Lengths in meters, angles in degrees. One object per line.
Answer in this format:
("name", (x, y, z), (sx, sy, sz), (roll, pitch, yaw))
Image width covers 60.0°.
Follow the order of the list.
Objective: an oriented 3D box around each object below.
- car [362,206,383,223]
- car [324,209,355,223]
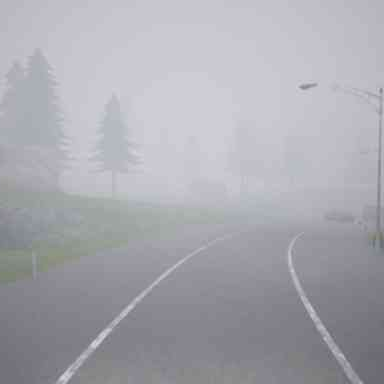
("car", (24.198, 2.871, 42.639), (5.566, 2.045, 2.150), (4, 0, -31))
("car", (16.063, 2.598, 36.084), (4.181, 1.385, 1.994), (4, -1, -43))
